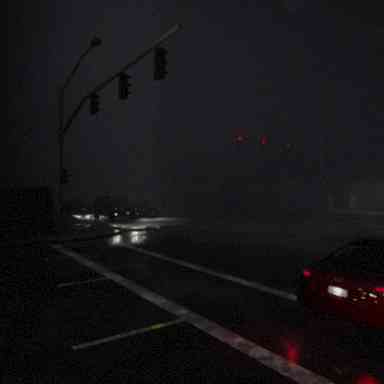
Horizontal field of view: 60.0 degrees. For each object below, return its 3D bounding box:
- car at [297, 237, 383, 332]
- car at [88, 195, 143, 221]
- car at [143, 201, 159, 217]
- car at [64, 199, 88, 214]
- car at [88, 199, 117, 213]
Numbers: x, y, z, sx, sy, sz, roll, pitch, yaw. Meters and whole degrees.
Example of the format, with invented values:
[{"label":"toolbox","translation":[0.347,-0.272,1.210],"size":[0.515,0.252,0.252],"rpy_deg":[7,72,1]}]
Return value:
[{"label":"car","translation":[4.028,1.613,6.625],"size":[4.181,1.385,1.994],"rpy_deg":[0,0,-35]},{"label":"car","translation":[-6.603,1.298,28.196],"size":[2.150,2.045,5.566],"rpy_deg":[0,0,-36]},{"label":"car","translation":[-4.890,1.626,31.835],"size":[1.812,1.442,4.674],"rpy_deg":[0,0,-36]},{"label":"car","translation":[-12.693,1.568,36.661],"size":[2.128,1.511,4.902],"rpy_deg":[0,0,-36]},{"label":"car","translation":[-10.913,1.626,40.189],"size":[1.812,1.442,4.674],"rpy_deg":[0,0,-36]}]
